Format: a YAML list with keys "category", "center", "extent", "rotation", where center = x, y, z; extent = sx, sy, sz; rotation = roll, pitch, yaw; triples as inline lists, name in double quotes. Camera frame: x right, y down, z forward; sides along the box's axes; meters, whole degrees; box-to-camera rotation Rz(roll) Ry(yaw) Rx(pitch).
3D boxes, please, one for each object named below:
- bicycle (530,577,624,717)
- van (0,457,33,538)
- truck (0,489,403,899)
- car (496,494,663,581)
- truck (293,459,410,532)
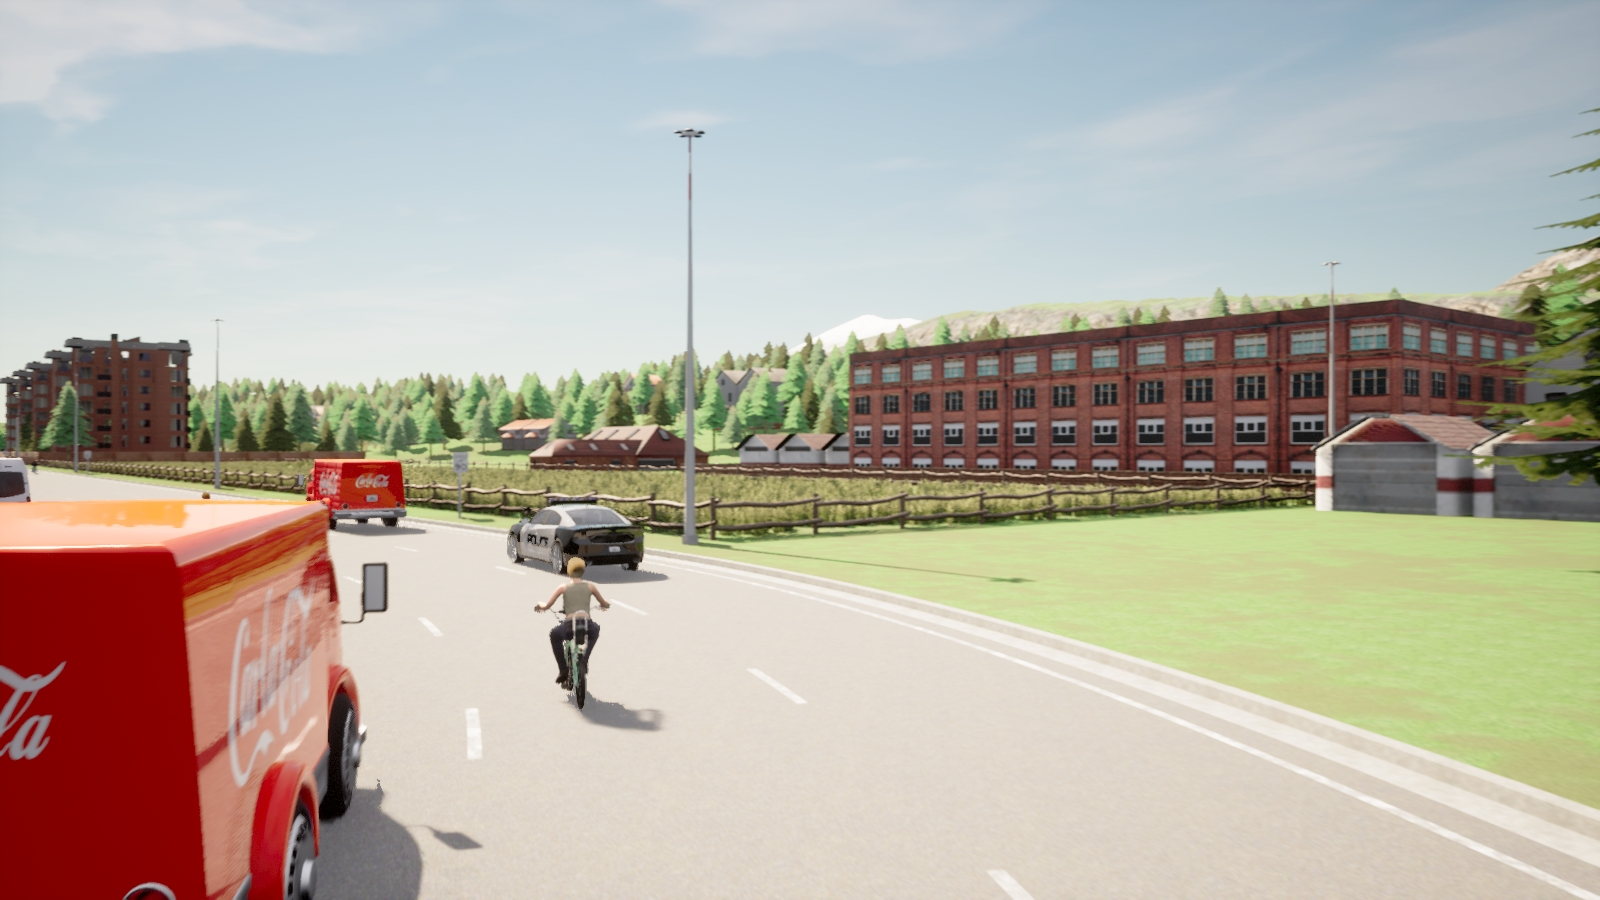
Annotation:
- category: "bicycle"
  center: [-2.521, 2.158, 12.795]
  extent: [0.859, 1.276, 1.487]
  rotation: [0, 0, -18]
- category: "van"
  center: [-27.708, 1.544, 39.113]
  extent: [1.988, 2.561, 5.915]
  rotation: [0, 0, -38]
- category: "truck"
  center: [-4.190, 1.570, 7.111]
  extent: [2.627, 2.467, 5.204]
  rotation: [0, 0, -12]
- category: "car"
  center: [-5.363, 1.983, 27.188]
  extent: [2.097, 1.638, 5.238]
  rotation: [0, 0, -33]
- category: "truck"
  center: [-16.565, 1.575, 42.047]
  extent: [2.627, 2.467, 5.204]
  rotation: [0, 0, -38]
